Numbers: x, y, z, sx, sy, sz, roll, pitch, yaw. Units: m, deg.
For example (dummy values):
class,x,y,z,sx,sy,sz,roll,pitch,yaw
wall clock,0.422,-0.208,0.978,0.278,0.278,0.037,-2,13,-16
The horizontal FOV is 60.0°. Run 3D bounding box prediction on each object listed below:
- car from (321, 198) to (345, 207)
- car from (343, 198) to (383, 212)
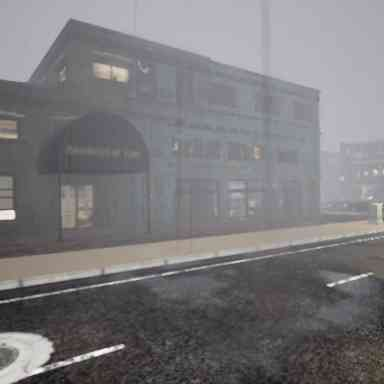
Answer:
class,x,y,z,sx,sy,sz,roll,pitch,yaw
car,22.574,1.640,50.497,2.008,1.369,4.403,-2,0,-35
car,20.500,1.674,38.768,1.947,1.339,4.313,-2,0,-35
